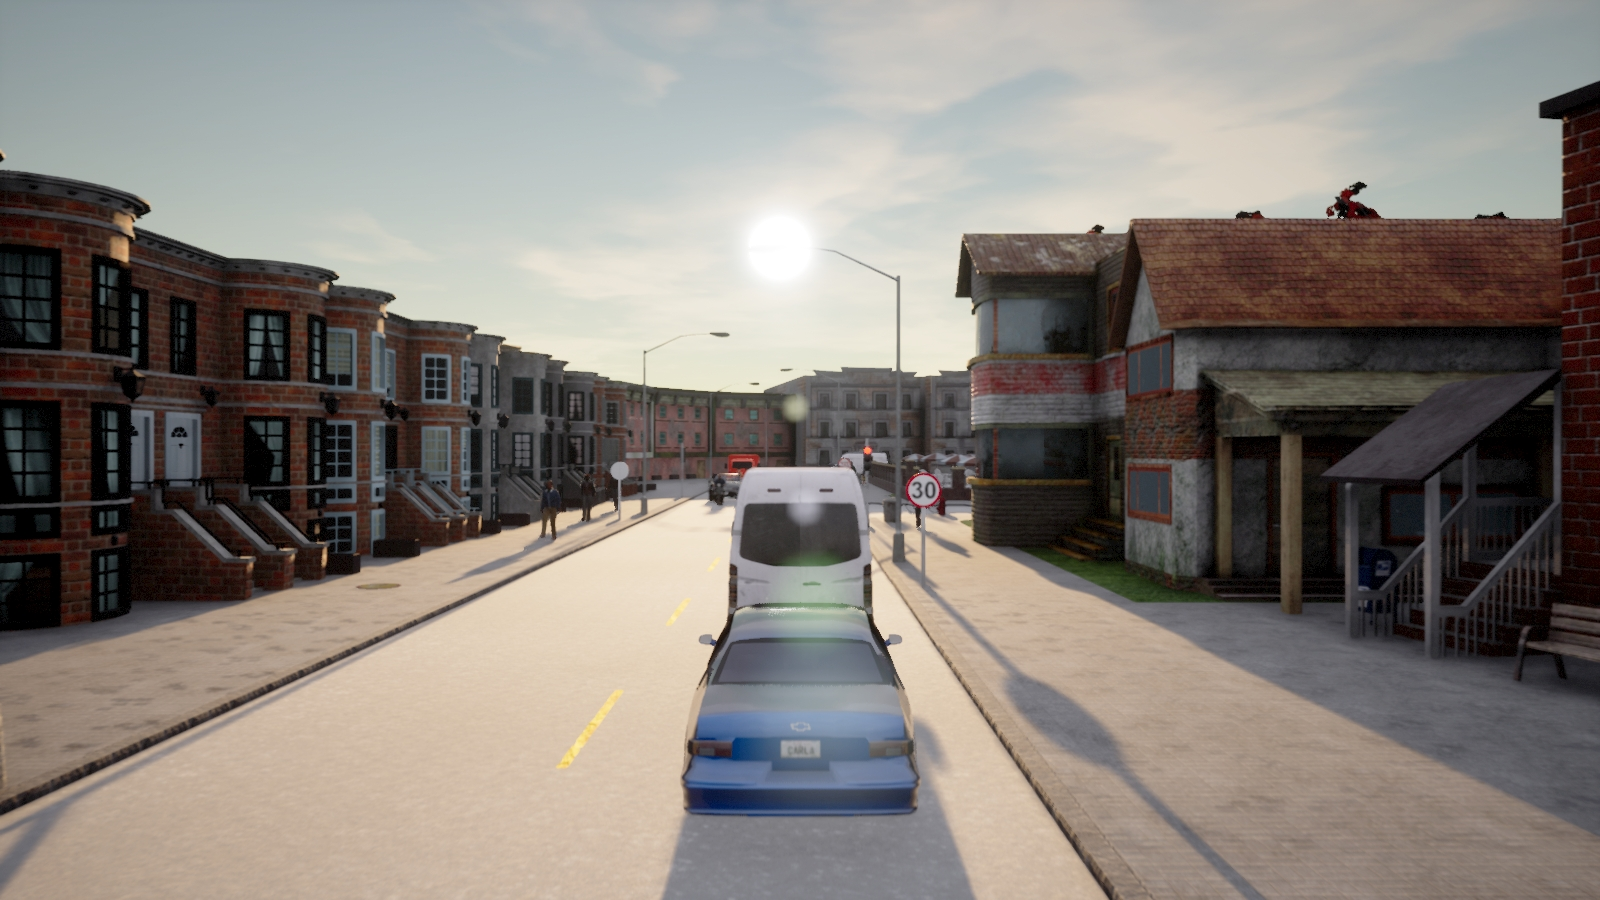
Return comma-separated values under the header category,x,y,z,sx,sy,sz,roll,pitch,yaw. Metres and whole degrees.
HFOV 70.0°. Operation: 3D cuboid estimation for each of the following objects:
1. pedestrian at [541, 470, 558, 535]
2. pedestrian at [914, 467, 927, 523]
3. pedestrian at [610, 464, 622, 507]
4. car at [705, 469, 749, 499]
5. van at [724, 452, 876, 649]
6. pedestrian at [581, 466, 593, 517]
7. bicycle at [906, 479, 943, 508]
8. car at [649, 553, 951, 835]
category,x,y,z,sx,sy,sz,roll,pitch,yaw
pedestrian,-7.321,1.526,33.374,0.375,1.860,0.375,0,0,11
pedestrian,4.080,1.524,38.705,0.375,1.860,0.375,0,0,-3
pedestrian,-8.028,1.527,49.844,0.375,1.860,0.375,0,0,10
car,-4.005,1.828,63.224,2.128,1.511,4.902,0,0,0
van,-0.002,1.314,17.827,1.988,2.561,5.915,0,0,0
pedestrian,-7.864,1.524,42.179,0.375,1.860,0.375,0,0,1
bicycle,5.542,1.936,50.935,1.643,1.296,0.373,0,0,4
car,0.001,1.886,10.375,2.033,1.411,5.357,0,0,0
